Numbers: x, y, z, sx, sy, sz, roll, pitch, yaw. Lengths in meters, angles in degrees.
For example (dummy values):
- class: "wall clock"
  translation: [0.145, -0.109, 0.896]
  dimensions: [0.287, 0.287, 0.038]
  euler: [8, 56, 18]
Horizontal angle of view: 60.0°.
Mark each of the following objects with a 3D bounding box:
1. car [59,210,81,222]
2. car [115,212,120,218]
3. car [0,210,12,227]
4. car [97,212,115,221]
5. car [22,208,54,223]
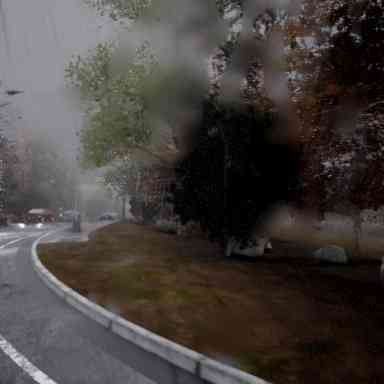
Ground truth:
- class: "car"
  translation: [-17.083, 3.302, 46.820]
  dimensions: [2.097, 1.767, 4.553]
  euler: [0, -5, -5]
- class: "car"
  translation: [-15.320, 4.715, 64.580]
  dimensions: [2.097, 1.767, 4.553]
  euler: [0, -5, -5]
- class: "car"
  translation: [-14.817, 1.940, 24.107]
  dimensions: [1.994, 1.385, 4.181]
  euler: [0, -2, -5]
- class: "car"
  translation: [-14.320, 4.145, 54.629]
  dimensions: [1.895, 1.301, 4.718]
  euler: [0, -5, -6]
- class: "car"
  translation: [-15.855, 2.444, 34.492]
  dimensions: [1.882, 1.535, 5.008]
  euler: [0, -4, -6]
